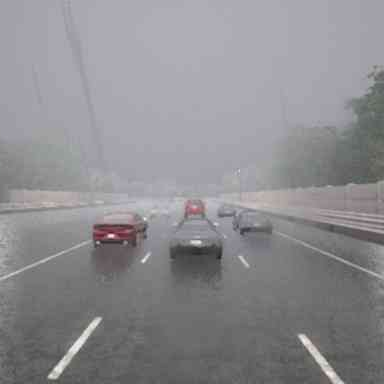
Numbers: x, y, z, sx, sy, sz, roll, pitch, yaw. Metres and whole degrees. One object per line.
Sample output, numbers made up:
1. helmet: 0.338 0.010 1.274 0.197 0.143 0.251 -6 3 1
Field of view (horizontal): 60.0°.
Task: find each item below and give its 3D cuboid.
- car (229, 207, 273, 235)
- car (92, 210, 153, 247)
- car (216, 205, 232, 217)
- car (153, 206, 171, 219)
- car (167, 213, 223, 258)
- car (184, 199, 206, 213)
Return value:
1. car: 3.707 1.862 20.915 1.994 1.385 4.181 0 -1 0
2. car: -3.321 1.703 16.202 1.882 1.535 5.008 0 -1 0
3. car: 3.794 2.096 36.734 1.994 1.385 4.181 0 -1 0
4. car: -3.214 2.107 35.301 1.895 1.301 4.718 0 -1 0
5. car: 0.160 1.755 13.638 1.994 1.385 4.181 0 -1 0
6. car: 0.290 1.737 35.815 2.150 2.045 5.566 0 -1 0
